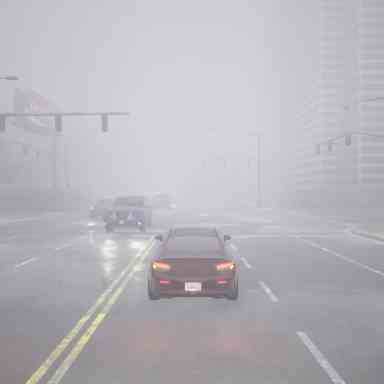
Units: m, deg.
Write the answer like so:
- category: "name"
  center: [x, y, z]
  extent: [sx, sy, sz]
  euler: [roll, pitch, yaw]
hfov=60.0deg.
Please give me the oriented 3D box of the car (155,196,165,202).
- category: "car"
  center: [-7.346, 1.595, 76.980]
  extent: [1.895, 1.301, 4.718]
  euler: [0, 0, 0]

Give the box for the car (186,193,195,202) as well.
- category: "car"
  center: [-0.353, 1.584, 78.413]
  extent: [1.895, 1.301, 4.718]
  euler: [0, 0, 0]

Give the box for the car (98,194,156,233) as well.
- category: "car"
  center: [-3.685, 1.221, 20.114]
  extent: [2.150, 2.045, 5.566]
  euler: [0, 0, 0]

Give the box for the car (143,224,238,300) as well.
- category: "car"
  center: [0.028, 1.526, 8.237]
  extent: [1.812, 1.442, 4.674]
  euler: [0, 0, 0]

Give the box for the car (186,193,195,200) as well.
- category: "car"
  center: [-0.398, 1.184, 88.318]
  extent: [2.097, 1.767, 4.553]
  euler: [0, 0, 0]

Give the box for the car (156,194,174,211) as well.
- category: "car"
  center: [-3.788, 1.221, 42.145]
  extent: [2.150, 2.045, 5.566]
  euler: [0, 0, 0]

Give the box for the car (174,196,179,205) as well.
- category: "car"
  center: [-3.844, 1.563, 60.147]
  extent: [1.994, 1.385, 4.181]
  euler: [0, 0, 0]

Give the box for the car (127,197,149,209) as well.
- category: "car"
  center: [-7.361, 1.491, 46.147]
  extent: [2.128, 1.511, 4.902]
  euler: [0, 0, 2]

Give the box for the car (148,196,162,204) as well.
- category: "car"
  center: [-7.323, 1.492, 65.792]
  extent: [2.128, 1.511, 4.902]
  euler: [0, 0, 1]

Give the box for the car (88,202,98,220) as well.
- category: "car"
  center: [-7.222, 1.352, 28.298]
  extent: [2.097, 1.767, 4.553]
  euler: [0, 0, 0]

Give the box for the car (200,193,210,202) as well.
- category: "car"
  center: [3.149, 1.515, 78.046]
  extent: [2.128, 1.511, 4.902]
  euler: [0, 0, 0]

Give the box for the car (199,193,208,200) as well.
- category: "car"
  center: [3.102, 1.184, 88.334]
  extent: [2.097, 1.767, 4.553]
  euler: [0, 0, 0]
